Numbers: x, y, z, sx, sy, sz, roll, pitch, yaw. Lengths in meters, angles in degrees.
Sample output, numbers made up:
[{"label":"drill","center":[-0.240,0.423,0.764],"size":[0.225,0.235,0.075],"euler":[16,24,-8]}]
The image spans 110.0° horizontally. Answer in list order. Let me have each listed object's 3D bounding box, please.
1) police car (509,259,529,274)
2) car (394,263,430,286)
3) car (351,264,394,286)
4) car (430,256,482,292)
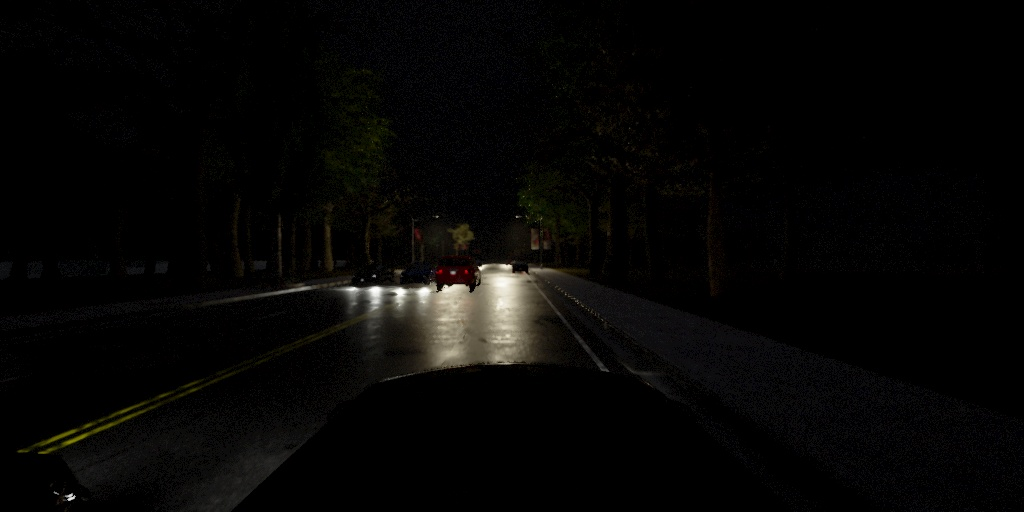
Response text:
[{"label":"police car","center":[0.943,1.252,42.570],"size":[1.930,1.638,5.238],"euler":[0,0,0]},{"label":"car","center":[-6.600,1.257,25.904],"size":[1.882,1.535,5.008],"euler":[0,0,0]},{"label":"car","center":[-9.848,1.305,25.914],"size":[1.812,1.442,4.674],"euler":[0,0,0]},{"label":"car","center":[-3.153,0.994,21.832],"size":[2.150,2.045,5.566],"euler":[0,0,0]}]
